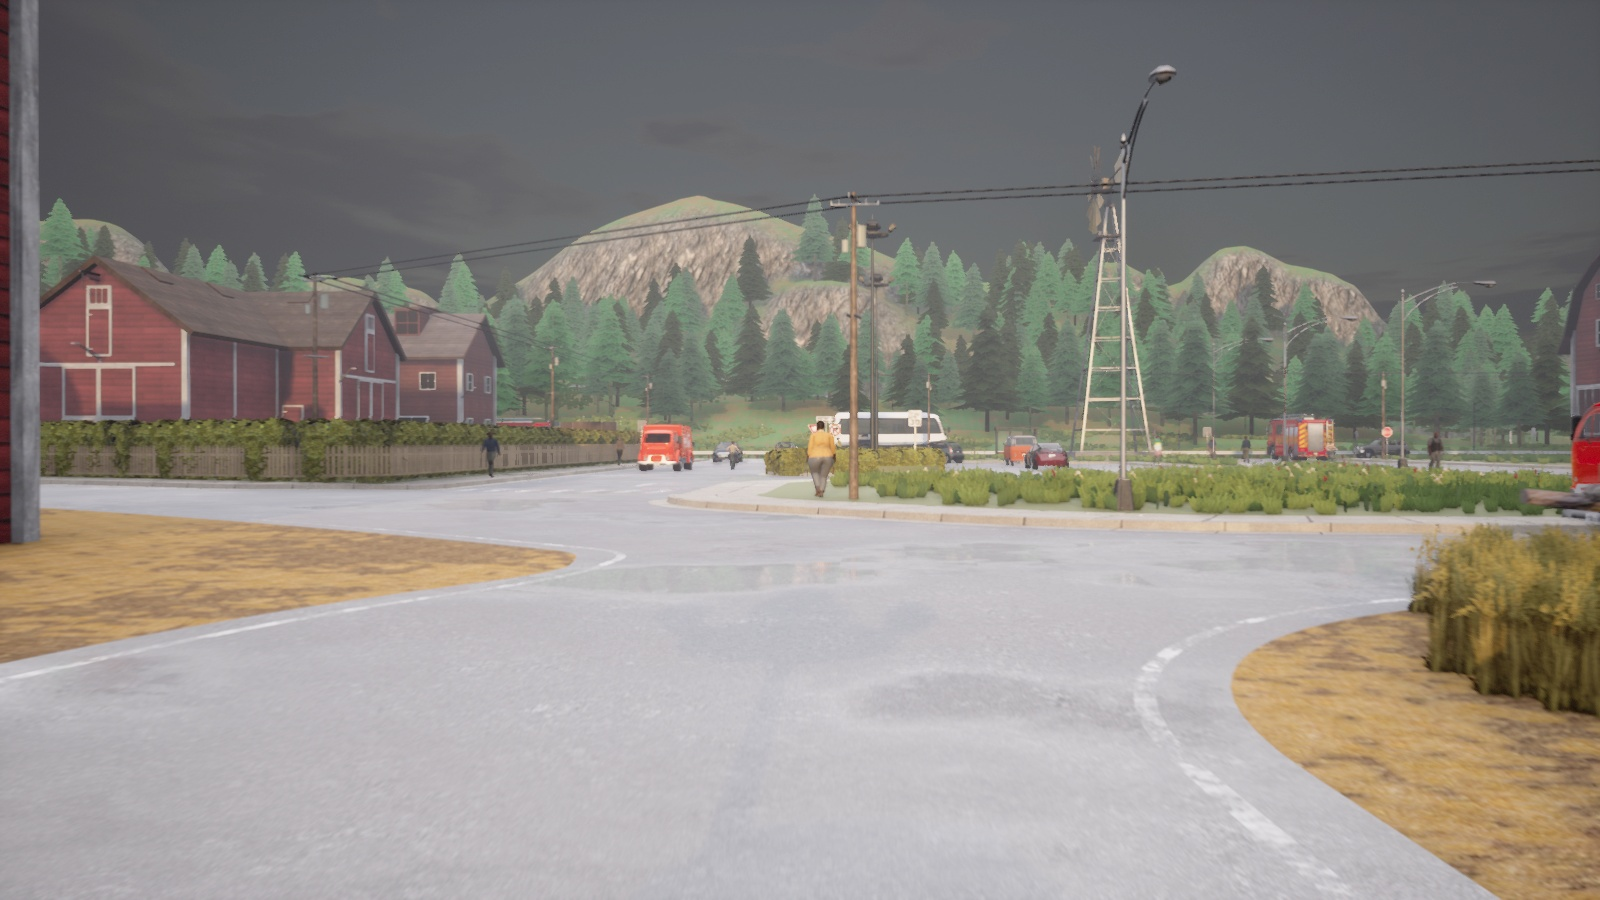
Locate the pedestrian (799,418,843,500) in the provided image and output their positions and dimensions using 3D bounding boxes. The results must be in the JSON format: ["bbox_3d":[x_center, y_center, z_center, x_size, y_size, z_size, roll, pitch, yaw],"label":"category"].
[{"bbox_3d":[0.471,0.196,29.011,0.874,1.855,0.900,0,0,-9],"label":"pedestrian"}]

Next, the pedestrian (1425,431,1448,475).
[{"bbox_3d":[26.925,0.125,53.124,0.563,1.883,0.849,0,0,2],"label":"pedestrian"}]

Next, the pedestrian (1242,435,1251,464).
[{"bbox_3d":[28.361,-0.024,79.762,0.370,1.835,0.726,0,0,9],"label":"pedestrian"}]

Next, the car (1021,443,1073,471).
[{"bbox_3d":[13.730,0.363,70.013,2.163,1.488,4.792,0,0,3],"label":"car"}]

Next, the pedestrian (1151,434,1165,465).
[{"bbox_3d":[22.727,-0.028,79.710,0.659,1.952,0.873,0,0,-2],"label":"pedestrian"}]

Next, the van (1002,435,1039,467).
[{"bbox_3d":[14.337,0.051,81.703,1.775,1.987,4.442,0,0,2],"label":"van"}]

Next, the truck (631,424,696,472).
[{"bbox_3d":[-7.278,-0.126,67.341,2.627,2.467,5.204,0,0,3],"label":"truck"}]

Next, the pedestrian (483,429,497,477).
[{"bbox_3d":[-11.873,0.121,48.097,0.370,1.835,0.726,0,0,0],"label":"pedestrian"}]

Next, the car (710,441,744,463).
[{"bbox_3d":[-5.543,0.130,96.214,2.033,1.649,4.856,0,0,3],"label":"car"}]

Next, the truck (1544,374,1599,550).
[{"bbox_3d":[13.804,0.175,17.559,5.204,2.467,2.627,0,0,3],"label":"truck"}]

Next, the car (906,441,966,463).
[{"bbox_3d":[9.865,0.138,91.408,3.988,1.617,1.851,0,0,41],"label":"car"}]
